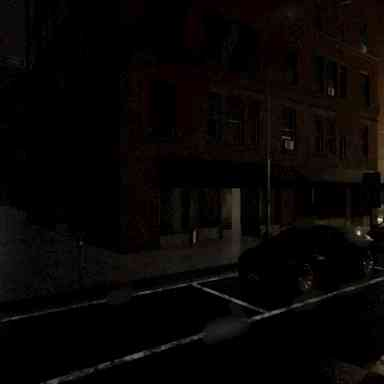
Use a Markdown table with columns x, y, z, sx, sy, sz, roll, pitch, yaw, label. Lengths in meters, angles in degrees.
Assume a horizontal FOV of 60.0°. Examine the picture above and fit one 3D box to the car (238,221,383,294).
| x | y | z | sx | sy | sz | roll | pitch | yaw | label |
| --- | --- | --- | --- | --- | --- | --- | --- | --- | --- |
| 3.165 | 1.566 | 8.801 | 4.313 | 1.339 | 1.947 | 0 | 0 | -36 | car |
